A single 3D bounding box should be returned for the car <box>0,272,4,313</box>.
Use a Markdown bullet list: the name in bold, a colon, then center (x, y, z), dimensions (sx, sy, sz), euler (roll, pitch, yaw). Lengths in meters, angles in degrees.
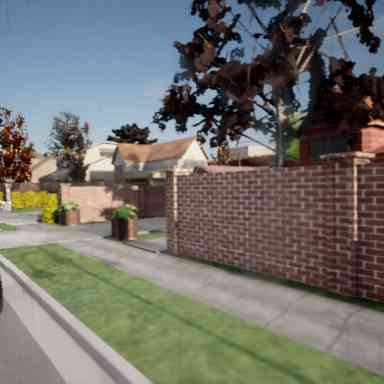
- **car**: center (-5.025, 1.518, 6.572), dimensions (1.812, 1.442, 4.674), euler (-1, 1, -38)
